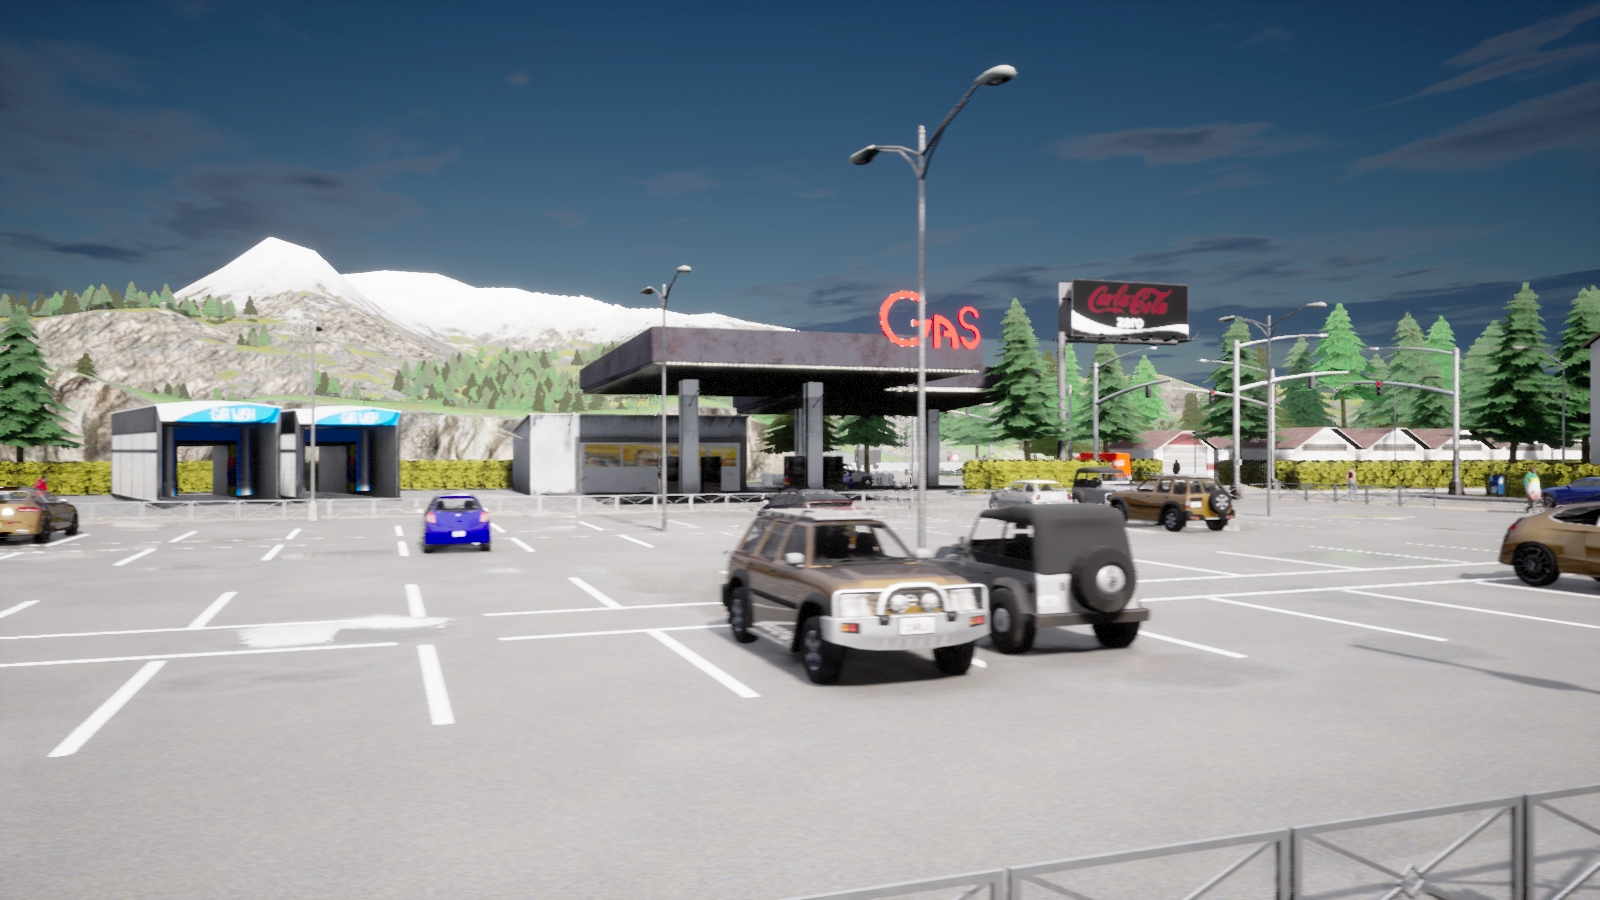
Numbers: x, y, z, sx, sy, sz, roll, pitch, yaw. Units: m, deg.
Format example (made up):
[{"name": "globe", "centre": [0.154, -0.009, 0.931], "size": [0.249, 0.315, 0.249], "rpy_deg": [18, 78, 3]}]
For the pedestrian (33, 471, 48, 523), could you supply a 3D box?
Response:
[{"name": "pedestrian", "centre": [-27.503, 1.692, 41.398], "size": [0.375, 1.860, 0.375], "rpy_deg": [0, 0, -20]}]

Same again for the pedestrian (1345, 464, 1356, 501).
[{"name": "pedestrian", "centre": [27.949, 1.654, 58.005], "size": [0.375, 1.860, 0.375], "rpy_deg": [0, 0, -36]}]

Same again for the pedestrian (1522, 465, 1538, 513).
[{"name": "pedestrian", "centre": [28.255, 1.502, 44.222], "size": [0.375, 1.860, 0.375], "rpy_deg": [0, 0, -12]}]

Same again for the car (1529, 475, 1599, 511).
[{"name": "car", "centre": [35.019, 1.887, 50.279], "size": [2.002, 1.442, 4.674], "rpy_deg": [0, 0, -20]}]
